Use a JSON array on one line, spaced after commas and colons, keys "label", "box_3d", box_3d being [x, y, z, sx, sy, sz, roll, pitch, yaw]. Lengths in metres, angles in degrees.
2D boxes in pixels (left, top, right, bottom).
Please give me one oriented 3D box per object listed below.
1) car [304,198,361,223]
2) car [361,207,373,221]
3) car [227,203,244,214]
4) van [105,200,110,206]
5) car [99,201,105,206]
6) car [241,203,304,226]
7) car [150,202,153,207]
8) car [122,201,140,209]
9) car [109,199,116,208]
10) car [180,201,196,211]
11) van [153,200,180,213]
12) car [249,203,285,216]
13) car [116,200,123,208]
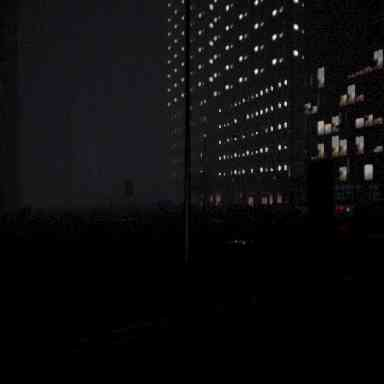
[{"label": "car", "box_3d": [11.229, 1.505, 28.886, 2.150, 2.045, 5.566, 0, -1, -26]}, {"label": "car", "box_3d": [13.704, 1.836, 29.544, 2.008, 1.369, 4.403, -1, -1, -26]}, {"label": "car", "box_3d": [6.398, 2.150, 44.754, 1.947, 1.339, 4.313, -1, -1, -26]}, {"label": "van", "box_3d": [-18.206, 2.617, 76.615, 1.690, 1.788, 3.998, -1, -1, -26]}, {"label": "car", "box_3d": [-23.072, 3.035, 86.752, 1.887, 1.381, 4.507, -1, -1, -26]}, {"label": "car", "box_3d": [6.150, 1.801, 25.916, 2.008, 1.369, 4.403, -1, -1, -26]}, {"label": "car", "box_3d": [-8.213, 2.787, 75.172, 1.802, 1.307, 4.206, -1, -1, -26]}, {"label": "car", "box_3d": [-10.897, 2.510, 61.404, 2.008, 1.369, 4.403, -1, -1, -26]}, {"label": "car", "box_3d": [-15.767, 2.714, 71.544, 1.887, 1.381, 4.507, -1, -1, -26]}, {"label": "car", "box_3d": [-1.152, 2.267, 54.405, 1.882, 1.535, 5.008, 0, -1, -25]}, {"label": "van", "box_3d": [-3.595, 1.991, 46.198, 1.690, 1.788, 3.998, -1, -1, -26]}, {"label": "car", "box_3d": [8.834, 2.050, 39.684, 1.947, 1.339, 4.313, -1, -1, -26]}, {"label": "car", "box_3d": [-13.259, 2.586, 66.322, 1.752, 1.417, 4.829, -1, -1, -26]}]
